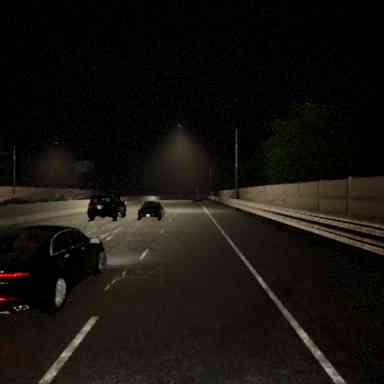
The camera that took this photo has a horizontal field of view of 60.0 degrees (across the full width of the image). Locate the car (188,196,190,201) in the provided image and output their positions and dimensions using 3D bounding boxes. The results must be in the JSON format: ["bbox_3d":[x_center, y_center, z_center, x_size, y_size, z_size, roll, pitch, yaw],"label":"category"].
[{"bbox_3d":[0.049,1.469,91.511,2.097,1.767,4.553,0,0,0],"label":"car"}]

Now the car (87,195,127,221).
[{"bbox_3d":[-6.886,1.271,27.412,2.150,2.045,5.566,0,0,0],"label":"car"}]

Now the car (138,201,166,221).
[{"bbox_3d":[-3.385,1.555,28.073,1.837,1.490,4.892,0,0,0],"label":"car"}]

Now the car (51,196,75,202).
[{"bbox_3d":[-17.559,1.616,46.540,1.812,1.442,4.674,0,0,0],"label":"car"}]

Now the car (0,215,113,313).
[{"bbox_3d":[-3.397,1.520,7.670,1.837,1.490,4.892,0,0,0],"label":"car"}]

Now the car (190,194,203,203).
[{"bbox_3d":[1.265,1.536,74.266,2.097,1.767,4.553,0,0,0],"label":"car"}]

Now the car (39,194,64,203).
[{"bbox_3d":[-21.035,1.323,50.582,2.150,2.045,5.566,0,0,0],"label":"car"}]

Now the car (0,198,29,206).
[{"bbox_3d":[-24.554,1.568,46.060,1.882,1.535,5.008,0,0,0],"label":"car"}]
